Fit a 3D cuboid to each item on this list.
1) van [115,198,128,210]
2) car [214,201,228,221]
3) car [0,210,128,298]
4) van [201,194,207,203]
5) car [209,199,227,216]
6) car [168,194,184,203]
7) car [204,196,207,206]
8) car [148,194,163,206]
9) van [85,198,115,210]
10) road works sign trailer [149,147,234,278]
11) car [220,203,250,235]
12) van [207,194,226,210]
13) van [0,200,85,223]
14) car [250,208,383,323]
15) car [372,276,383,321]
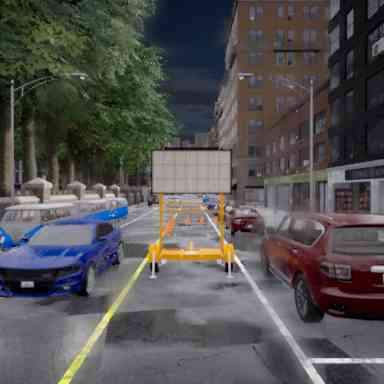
[{"bbox_3d":[-5.705,1.325,24.058,1.690,1.788,3.998,0,0,0],"label":"van"},{"bbox_3d":[2.821,1.566,24.098,1.802,1.307,4.206,0,0,0],"label":"car"},{"bbox_3d":[-3.112,1.474,8.779,1.882,1.535,5.008,0,0,0],"label":"car"},{"bbox_3d":[2.779,1.282,52.400,1.690,1.788,3.998,0,0,0],"label":"van"},{"bbox_3d":[2.812,1.559,29.759,1.802,1.307,4.206,0,0,0],"label":"car"},{"bbox_3d":[-3.107,1.149,60.797,2.150,2.045,5.566,0,0,0],"label":"car"},{"bbox_3d":[2.796,1.505,41.080,1.887,1.381,4.507,0,0,0],"label":"car"},{"bbox_3d":[-5.746,1.255,52.347,2.192,1.841,5.009,0,0,0],"label":"car"},{"bbox_3d":[-5.697,1.331,18.400,1.690,1.788,3.998,0,0,0],"label":"van"},{"bbox_3d":[-0.014,0.460,10.066,2.380,3.560,2.880,0,0,0],"label":"road works sign trailer"},{"bbox_3d":[2.829,1.534,18.438,1.887,1.381,4.507,0,0,0],"label":"car"},{"bbox_3d":[2.803,1.310,35.419,1.690,1.788,3.998,0,0,0],"label":"van"},{"bbox_3d":[-5.688,1.335,12.742,1.690,1.788,3.998,0,0,0],"label":"van"},{"bbox_3d":[2.844,1.312,7.116,2.192,1.841,5.009,0,0,0],"label":"car"},{"bbox_3d":[2.854,1.581,1.456,1.802,1.307,4.206,0,0,0],"label":"car"}]
